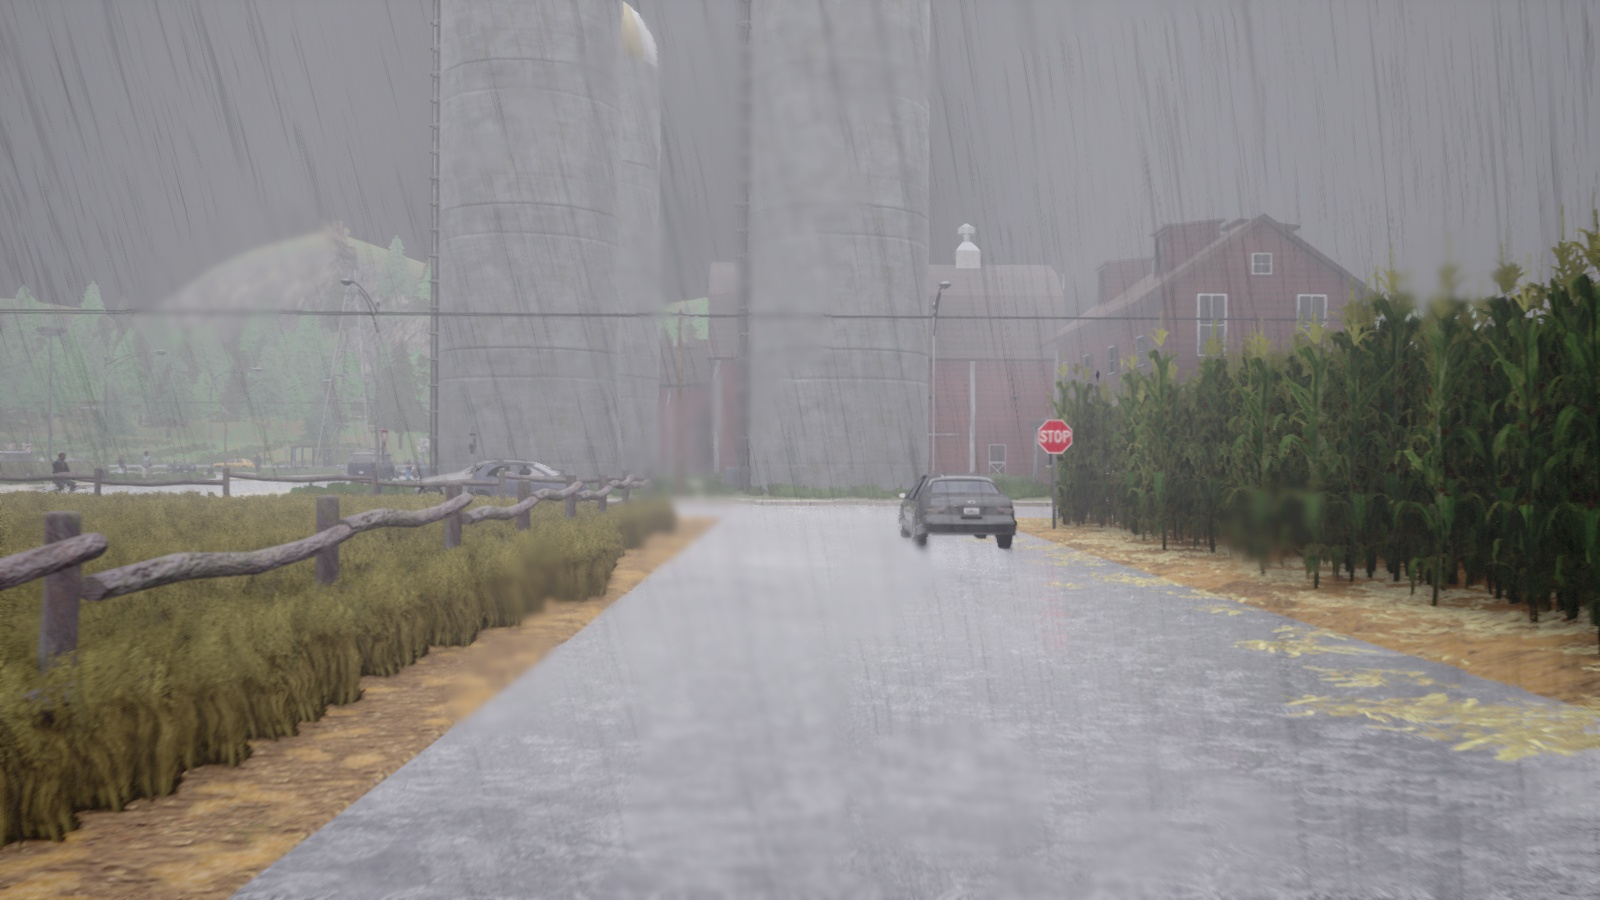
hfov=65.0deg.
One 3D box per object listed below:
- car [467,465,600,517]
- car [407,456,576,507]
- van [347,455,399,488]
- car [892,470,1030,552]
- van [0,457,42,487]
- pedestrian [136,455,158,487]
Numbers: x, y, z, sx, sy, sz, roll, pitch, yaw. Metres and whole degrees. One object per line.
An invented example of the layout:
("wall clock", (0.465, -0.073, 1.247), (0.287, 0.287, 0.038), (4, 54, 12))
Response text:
("car", (-8.015, 1.223, 37.957), (3.633, 1.501, 1.845), (0, 0, 0))
("car", (-10.099, 1.020, 41.417), (5.027, 1.651, 2.152), (0, 0, 1))
("van", (-26.406, 1.309, 77.732), (1.775, 1.987, 4.442), (0, 0, -1))
("car", (3.059, 1.123, 25.020), (2.033, 1.411, 5.357), (0, 0, 0))
("van", (-52.620, 1.450, 83.162), (1.775, 1.987, 4.442), (0, 0, 6))
("pedestrian", (-38.212, 1.229, 73.505), (0.874, 1.855, 0.900), (0, 0, -2))
